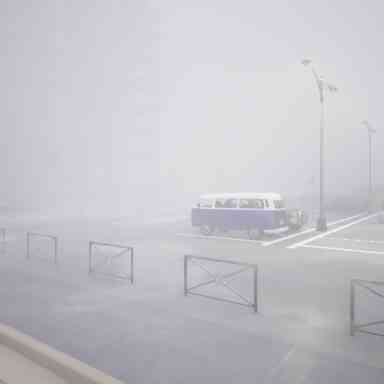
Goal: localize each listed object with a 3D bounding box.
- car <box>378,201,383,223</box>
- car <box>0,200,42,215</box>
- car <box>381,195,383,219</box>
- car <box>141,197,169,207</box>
[{"bbox_3d":[13.977,1.395,20.962,3.806,1.475,1.970,0,0,36],"label":"car"},{"bbox_3d":[-17.562,1.492,32.581,2.033,1.411,5.357,0,0,36],"label":"car"},{"bbox_3d":[17.224,1.153,25.499,4.605,1.855,1.932,0,0,36],"label":"car"},{"bbox_3d":[-5.458,1.422,49.395,1.882,1.535,5.008,0,0,36],"label":"car"}]
